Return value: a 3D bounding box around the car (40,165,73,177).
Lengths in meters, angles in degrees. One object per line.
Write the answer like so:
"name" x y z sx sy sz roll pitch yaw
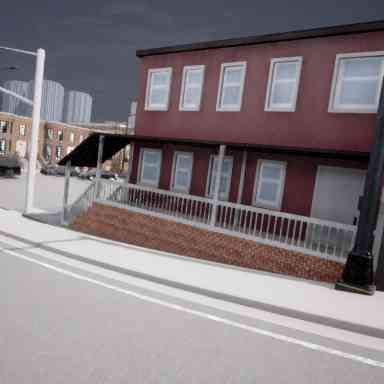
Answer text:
"car" -15.886 -2.500 39.754 1.994 1.385 4.181 10 6 35

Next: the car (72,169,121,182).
"car" -11.410 -2.036 40.024 1.837 1.490 4.892 10 6 35

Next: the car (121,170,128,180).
"car" -8.985 -2.527 49.291 1.812 1.442 4.674 10 6 35

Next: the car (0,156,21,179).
"car" -18.491 -2.324 30.126 2.150 2.045 5.566 10 6 35
